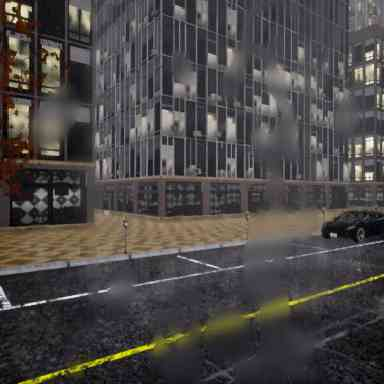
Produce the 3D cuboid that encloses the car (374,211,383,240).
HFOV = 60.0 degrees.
[{"bbox_3d":[10.303,1.349,14.592,4.553,1.767,2.097,0,0,-35],"label":"car"}]

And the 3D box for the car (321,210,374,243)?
[{"bbox_3d":[8.140,1.563,16.226,4.313,1.339,1.947,0,0,-36],"label":"car"}]
